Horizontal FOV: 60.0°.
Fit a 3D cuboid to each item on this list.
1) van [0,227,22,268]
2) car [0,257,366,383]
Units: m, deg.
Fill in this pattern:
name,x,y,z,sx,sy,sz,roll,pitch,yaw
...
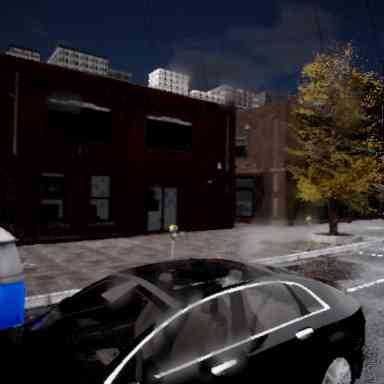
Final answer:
name,x,y,z,sx,sy,sz,roll,pitch,yaw
van,-3.998,1.336,3.686,3.998,1.788,1.690,0,1,-35
car,-0.215,1.513,3.218,4.892,1.490,1.837,1,0,-35
